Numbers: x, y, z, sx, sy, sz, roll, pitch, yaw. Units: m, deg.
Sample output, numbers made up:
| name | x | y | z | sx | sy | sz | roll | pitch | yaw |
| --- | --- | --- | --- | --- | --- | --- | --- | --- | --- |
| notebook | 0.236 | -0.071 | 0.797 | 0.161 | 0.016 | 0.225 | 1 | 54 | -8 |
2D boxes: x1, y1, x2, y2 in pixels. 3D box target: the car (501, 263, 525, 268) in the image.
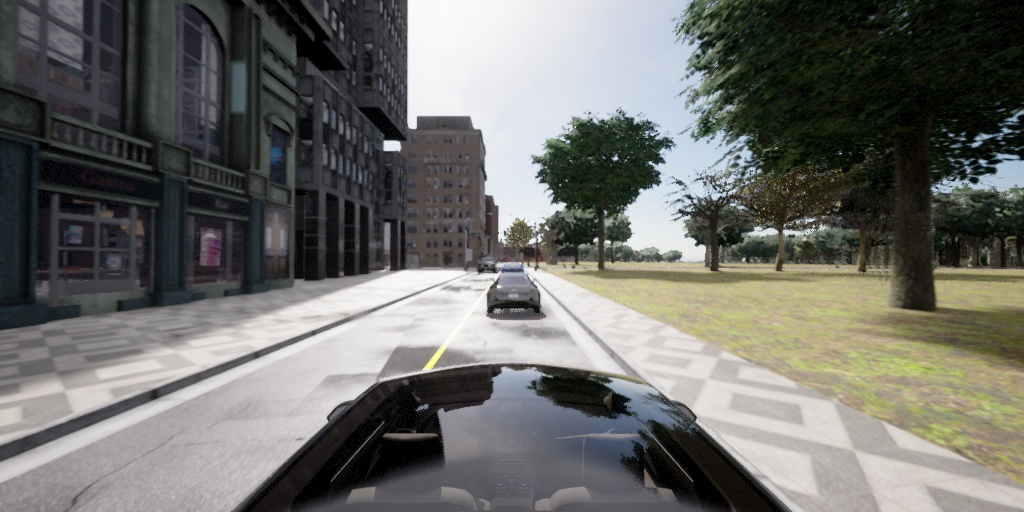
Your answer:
| name | x | y | z | sx | sy | sz | roll | pitch | yaw |
| --- | --- | --- | --- | --- | --- | --- | --- | --- | --- |
| car | 0.069 | 1.308 | 30.258 | 1.882 | 1.535 | 5.008 | 0 | 0 | 0 |

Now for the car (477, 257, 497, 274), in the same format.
| name | x | y | z | sx | sy | sz | roll | pitch | yaw |
| --- | --- | --- | --- | --- | --- | --- | --- | --- | --- |
| car | -3.075 | 1.133 | 45.371 | 2.150 | 2.045 | 5.566 | 0 | -1 | 0 |

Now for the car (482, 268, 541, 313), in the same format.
| name | x | y | z | sx | sy | sz | roll | pitch | yaw |
| --- | --- | --- | --- | --- | --- | --- | --- | --- | --- |
| car | 0.070 | 1.337 | 14.234 | 1.994 | 1.385 | 4.181 | 0 | 0 | 0 |
